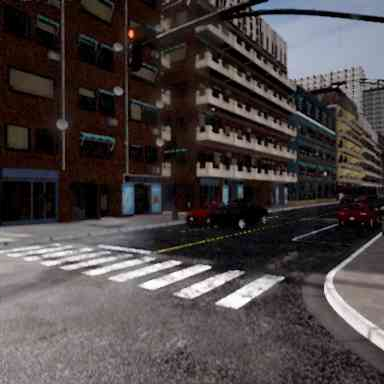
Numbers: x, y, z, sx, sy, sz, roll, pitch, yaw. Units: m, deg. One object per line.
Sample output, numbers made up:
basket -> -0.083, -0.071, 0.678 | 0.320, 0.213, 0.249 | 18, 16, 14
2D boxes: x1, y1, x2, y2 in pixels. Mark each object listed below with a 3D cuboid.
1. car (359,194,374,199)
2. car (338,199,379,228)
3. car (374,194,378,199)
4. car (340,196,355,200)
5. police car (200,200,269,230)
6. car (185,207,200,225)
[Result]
car -> 37.005, 1.227, 71.171 | 1.802, 1.307, 4.206 | 0, 0, 36
car -> 10.233, 1.352, 20.341 | 1.887, 1.381, 4.507 | 0, 0, 36
car -> 43.727, 1.166, 80.334 | 1.947, 1.339, 4.313 | 0, 0, 36
car -> 26.919, 1.280, 57.426 | 1.947, 1.339, 4.313 | 0, 0, 36
police car -> 2.898, 1.305, 20.148 | 1.930, 1.638, 5.238 | -1, 0, 36
car -> 1.306, 1.444, 22.734 | 1.887, 1.381, 4.507 | 0, 0, 36
